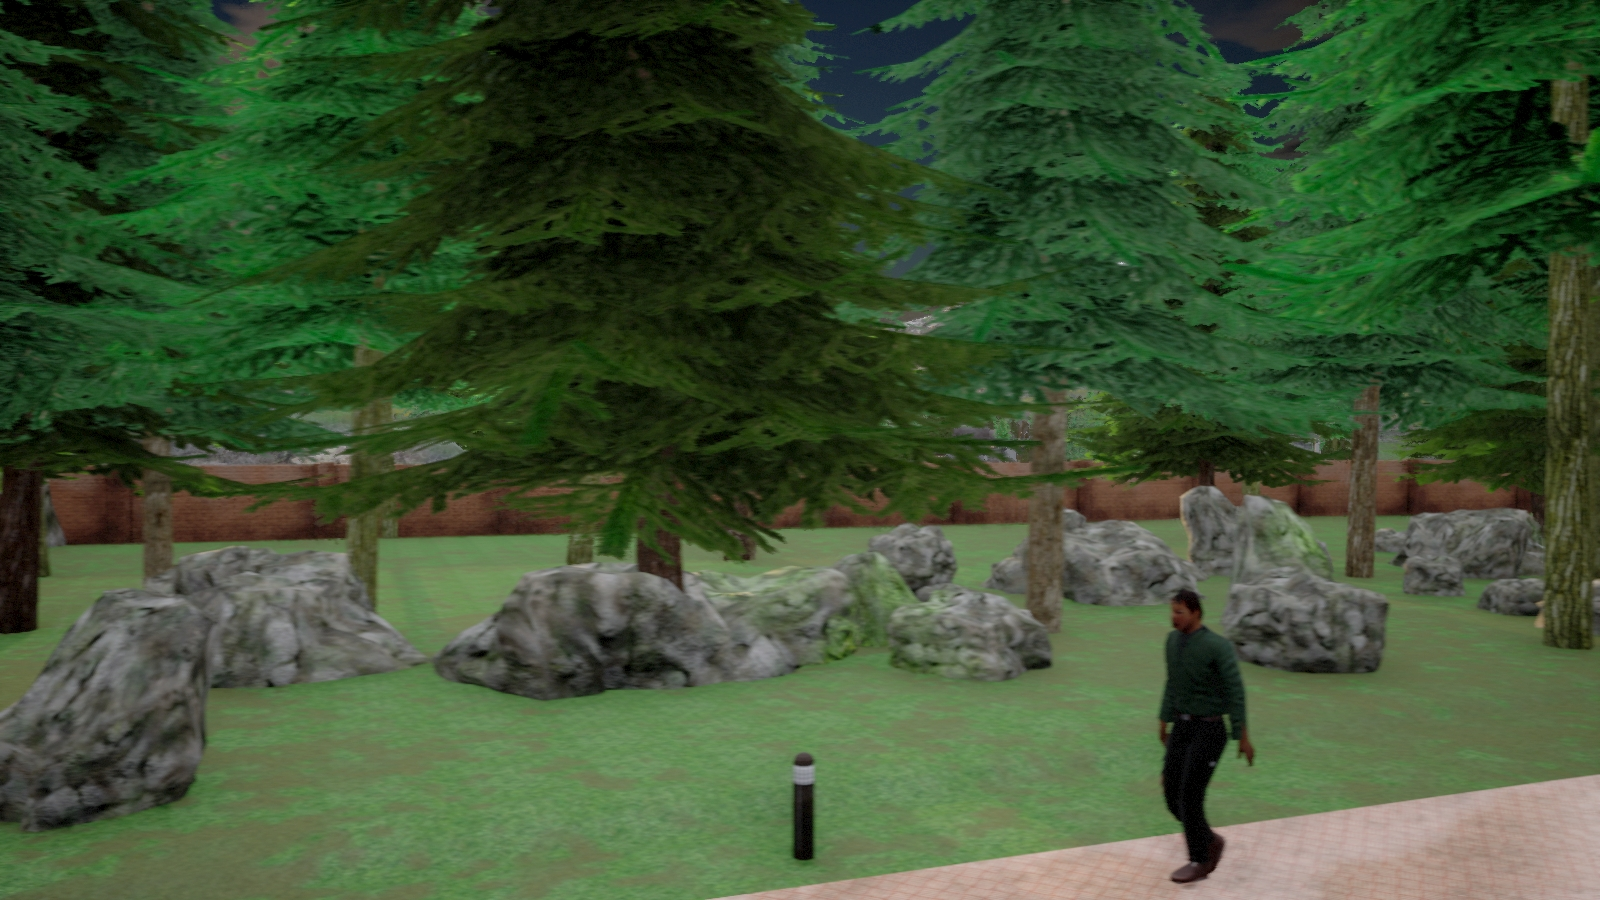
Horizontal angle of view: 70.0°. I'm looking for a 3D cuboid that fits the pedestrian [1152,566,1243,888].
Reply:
[{"bbox_3d":[2.437,1.667,7.014,0.375,1.860,0.375,0,0,-19],"label":"pedestrian"}]
